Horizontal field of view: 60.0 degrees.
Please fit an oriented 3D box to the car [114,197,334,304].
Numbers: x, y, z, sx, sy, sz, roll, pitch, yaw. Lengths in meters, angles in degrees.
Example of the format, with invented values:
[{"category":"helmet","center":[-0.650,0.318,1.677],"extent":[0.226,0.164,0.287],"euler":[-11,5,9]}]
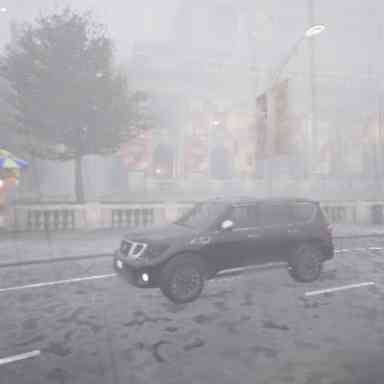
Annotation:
[{"category":"car","center":[0.966,1.151,8.189],"extent":[5.566,2.045,2.150],"euler":[0,0,-27]}]
